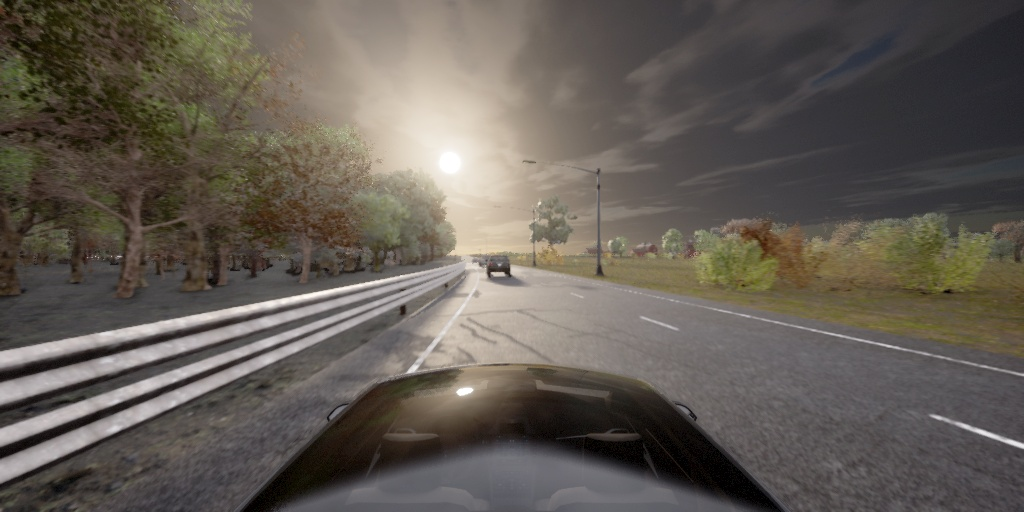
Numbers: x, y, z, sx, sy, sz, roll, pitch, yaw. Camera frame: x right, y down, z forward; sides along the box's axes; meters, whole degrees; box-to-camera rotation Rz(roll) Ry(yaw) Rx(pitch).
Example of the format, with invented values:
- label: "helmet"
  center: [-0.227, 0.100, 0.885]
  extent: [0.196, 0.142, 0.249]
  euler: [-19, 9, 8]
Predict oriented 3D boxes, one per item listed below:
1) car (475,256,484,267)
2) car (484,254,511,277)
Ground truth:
- label: "car"
  center: [-4.991, 1.102, 63.714]
  extent: [2.128, 1.511, 4.902]
  euler: [0, 0, -8]
- label: "car"
  center: [-1.349, 0.910, 34.765]
  extent: [2.150, 2.045, 5.566]
  euler: [0, 0, -5]
